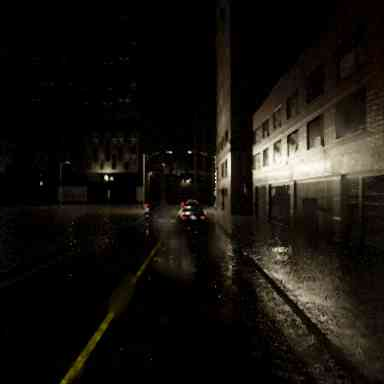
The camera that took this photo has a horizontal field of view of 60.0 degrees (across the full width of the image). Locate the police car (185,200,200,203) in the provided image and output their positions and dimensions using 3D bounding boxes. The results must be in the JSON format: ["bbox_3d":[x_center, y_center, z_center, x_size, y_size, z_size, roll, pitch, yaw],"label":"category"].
[{"bbox_3d":[0.042,1.758,41.050,1.930,1.638,5.238,0,0,0],"label":"police car"}]

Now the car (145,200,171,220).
[{"bbox_3d":[-3.043,1.600,30.580,2.097,1.767,4.553,0,0,0],"label":"car"}]

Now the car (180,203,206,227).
[{"bbox_3d":[0.066,1.746,24.329,2.033,1.411,5.357,0,0,0],"label":"car"}]
